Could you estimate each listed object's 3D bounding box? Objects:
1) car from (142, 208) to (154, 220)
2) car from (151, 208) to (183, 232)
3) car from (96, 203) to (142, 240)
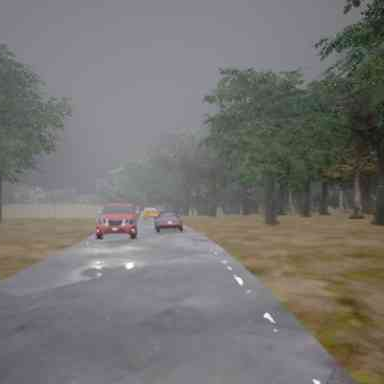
[{"bbox_3d":[-5.564,2.800,43.676,1.882,1.535,5.008,0,-3,-15],"label":"car"},{"bbox_3d":[-1.846,2.181,25.295,1.994,1.385,4.181,0,-2,-8],"label":"car"},{"bbox_3d":[-4.374,1.685,20.123,2.150,2.045,5.566,0,-2,-8],"label":"car"}]
